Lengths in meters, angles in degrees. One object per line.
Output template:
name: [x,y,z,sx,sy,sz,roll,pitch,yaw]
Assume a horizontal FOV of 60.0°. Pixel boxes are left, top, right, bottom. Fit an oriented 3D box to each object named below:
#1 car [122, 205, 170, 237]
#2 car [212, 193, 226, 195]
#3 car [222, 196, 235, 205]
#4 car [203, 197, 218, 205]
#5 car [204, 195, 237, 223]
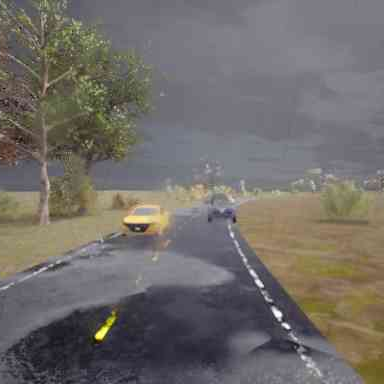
car: [-2.396,1.468,18.189,1.882,1.535,5.008,0,0,4]
car: [3.766,1.203,45.195,2.150,2.045,5.566,0,0,10]
car: [6.541,1.491,59.750,1.812,1.442,4.674,0,0,13]
car: [3.329,1.527,58.896,1.994,1.385,4.181,0,0,12]
car: [2.304,1.344,25.501,2.097,1.767,4.553,0,0,5]
